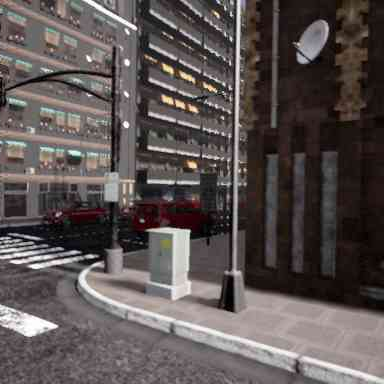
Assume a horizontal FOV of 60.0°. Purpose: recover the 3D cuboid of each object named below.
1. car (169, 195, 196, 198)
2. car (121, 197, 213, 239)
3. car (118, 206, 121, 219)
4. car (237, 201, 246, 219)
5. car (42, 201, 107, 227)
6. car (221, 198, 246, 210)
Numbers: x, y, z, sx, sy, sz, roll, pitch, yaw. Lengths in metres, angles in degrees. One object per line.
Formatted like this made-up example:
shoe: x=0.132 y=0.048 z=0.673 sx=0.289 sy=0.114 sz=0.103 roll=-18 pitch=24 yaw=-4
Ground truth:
car: x=-1.257 y=1.250 z=30.948 sx=2.192 sy=1.841 sz=5.009 roll=1 pitch=1 yaw=36
car: x=-0.888 y=1.396 z=17.053 sx=2.192 sy=1.841 sz=5.009 roll=1 pitch=1 yaw=36
car: x=-4.482 y=1.364 z=26.439 sx=1.967 sy=1.590 sz=4.097 roll=1 pitch=1 yaw=36
car: x=5.658 y=1.629 z=26.219 sx=1.752 sy=1.417 sz=4.829 roll=1 pitch=1 yaw=36
car: x=-7.705 y=1.353 z=21.928 sx=1.967 sy=1.590 sz=4.097 roll=1 pitch=1 yaw=36
car: x=5.187 y=1.399 z=39.970 sx=1.967 sy=1.590 sz=4.097 roll=1 pitch=1 yaw=36
